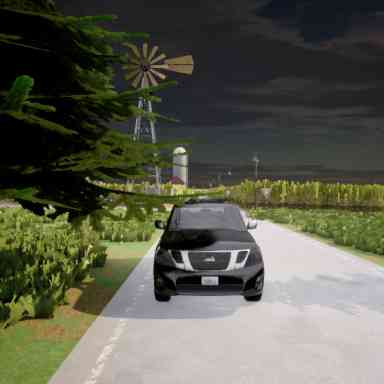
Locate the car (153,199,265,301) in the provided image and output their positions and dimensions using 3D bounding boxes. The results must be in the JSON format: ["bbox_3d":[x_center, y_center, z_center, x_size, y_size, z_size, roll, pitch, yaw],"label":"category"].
[{"bbox_3d":[0.334,1.221,8.660,2.150,2.045,5.566,0,0,0],"label":"car"}]
